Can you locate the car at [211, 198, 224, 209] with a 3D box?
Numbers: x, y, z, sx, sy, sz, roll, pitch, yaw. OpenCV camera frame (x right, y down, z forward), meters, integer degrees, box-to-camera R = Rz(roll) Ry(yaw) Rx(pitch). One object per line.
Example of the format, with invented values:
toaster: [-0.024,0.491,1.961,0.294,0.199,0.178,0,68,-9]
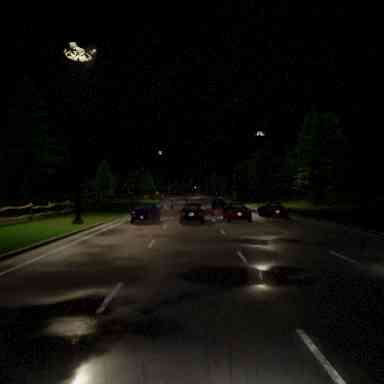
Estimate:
car: [3.580,1.539,45.310,2.128,1.511,4.902,0,0,0]

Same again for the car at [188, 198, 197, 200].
car: [0.081,1.574,45.675,1.812,1.442,4.674,0,0,0]

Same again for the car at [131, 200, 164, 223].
car: [-3.472,1.552,25.379,1.812,1.442,4.674,0,0,1]

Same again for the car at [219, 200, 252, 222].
car: [3.540,1.593,26.550,1.994,1.385,4.181,0,0,1]

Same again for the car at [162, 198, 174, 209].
car: [-3.419,1.573,45.608,1.812,1.442,4.674,0,0,0]

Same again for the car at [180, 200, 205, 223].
car: [0.028,1.574,25.385,2.033,1.411,5.357,0,0,1]

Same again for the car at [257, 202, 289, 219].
car: [7.058,1.596,29.297,1.994,1.385,4.181,0,0,0]
